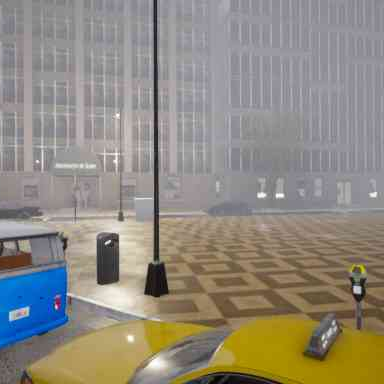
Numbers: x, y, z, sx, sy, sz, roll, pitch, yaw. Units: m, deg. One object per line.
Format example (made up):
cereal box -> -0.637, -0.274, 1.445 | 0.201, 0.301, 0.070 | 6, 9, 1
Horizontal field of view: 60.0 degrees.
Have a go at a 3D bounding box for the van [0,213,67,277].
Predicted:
van -> -3.745, 1.343, 5.387 | 3.998, 1.788, 1.690 | 0, 0, 35

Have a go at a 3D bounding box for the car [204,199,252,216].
car -> 3.173, 1.330, 29.600 | 4.181, 1.385, 1.994 | 0, 0, -14

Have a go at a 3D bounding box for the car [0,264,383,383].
car -> 0.627, 1.525, 2.279 | 4.829, 1.417, 1.752 | 0, 0, 35

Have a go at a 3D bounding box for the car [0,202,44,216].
car -> -13.941, 1.448, 24.711 | 5.357, 1.411, 2.033 | -1, 0, -24
